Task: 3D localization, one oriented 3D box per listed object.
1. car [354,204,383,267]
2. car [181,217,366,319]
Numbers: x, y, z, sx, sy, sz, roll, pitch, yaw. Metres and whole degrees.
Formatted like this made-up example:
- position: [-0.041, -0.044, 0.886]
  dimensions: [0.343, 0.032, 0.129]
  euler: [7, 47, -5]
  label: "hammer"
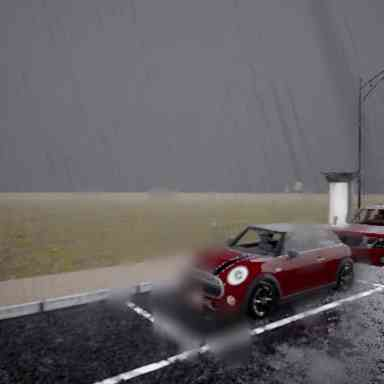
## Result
- position: [6.339, 1.338, 10.609]
  dimensions: [5.009, 1.841, 2.192]
  euler: [0, 1, -36]
  label: "car"
- position: [1.735, 1.452, 7.326]
  dimensions: [4.097, 1.590, 1.967]
  euler: [0, 1, -36]
  label: "car"
